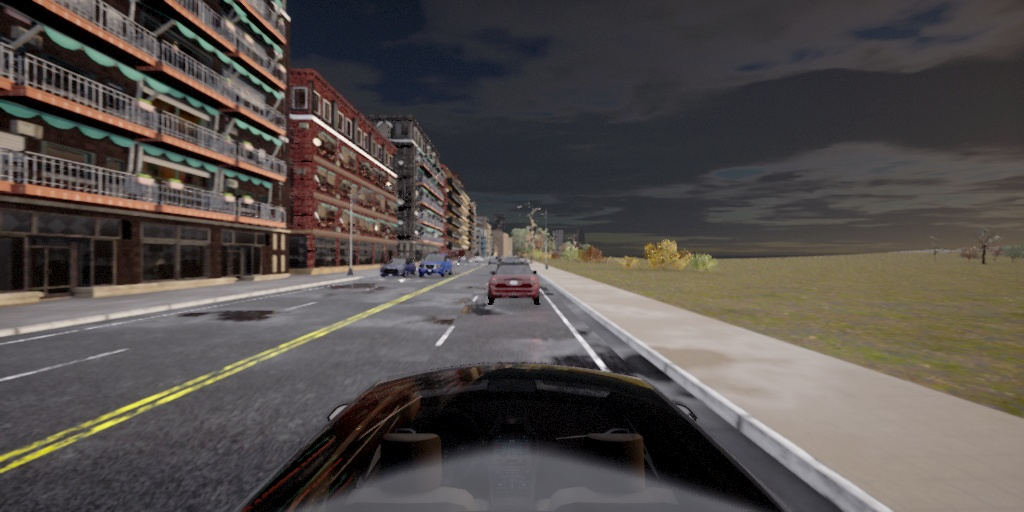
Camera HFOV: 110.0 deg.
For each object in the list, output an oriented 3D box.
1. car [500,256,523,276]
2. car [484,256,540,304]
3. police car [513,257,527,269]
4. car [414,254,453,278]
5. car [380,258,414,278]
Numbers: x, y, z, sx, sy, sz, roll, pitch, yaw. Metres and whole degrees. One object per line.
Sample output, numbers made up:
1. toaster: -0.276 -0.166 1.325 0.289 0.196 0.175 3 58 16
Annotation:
1. car: 0.031 0.931 34.625 2.097 1.767 4.553 0 1 2
2. car: 0.069 1.027 15.962 2.097 1.767 4.553 0 0 0
3. police car: 1.058 0.921 49.671 1.930 1.638 5.238 0 0 0
4. car: -6.636 0.813 31.709 2.150 2.045 5.566 0 0 0
5. car: -9.885 0.944 31.414 2.097 1.767 4.553 0 0 0
